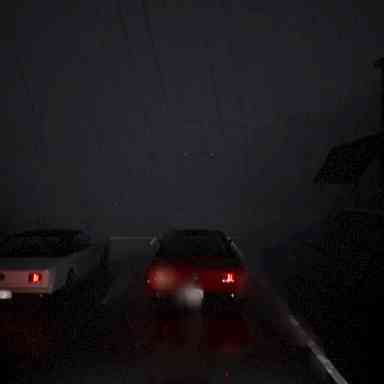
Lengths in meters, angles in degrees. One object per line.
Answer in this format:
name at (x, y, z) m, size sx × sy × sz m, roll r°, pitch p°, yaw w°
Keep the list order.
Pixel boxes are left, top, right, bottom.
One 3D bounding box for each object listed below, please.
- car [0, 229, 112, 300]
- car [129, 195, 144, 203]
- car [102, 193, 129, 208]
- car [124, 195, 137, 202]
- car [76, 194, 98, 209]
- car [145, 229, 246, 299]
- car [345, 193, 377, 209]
car at (-3.424, 1.584, 8.305) m, size 1.895 × 1.301 × 4.718 m, roll 0°, pitch 0°, yaw 0°
car at (-10.523, 1.421, 64.312) m, size 2.033 × 1.411 × 5.357 m, roll 0°, pitch 0°, yaw 0°
car at (-10.595, 1.131, 45.633) m, size 2.150 × 2.045 × 5.566 m, roll 0°, pitch 0°, yaw 1°
car at (-14.009, 1.366, 76.266) m, size 2.128 × 1.511 × 4.902 m, roll 0°, pitch 0°, yaw 0°
car at (-14.095, 1.417, 44.957) m, size 1.837 × 1.490 × 4.892 m, roll 0°, pitch 0°, yaw 0°
car at (0.077, 1.584, 8.322) m, size 1.895 × 1.301 × 4.718 m, roll 0°, pitch 0°, yaw 0°
car at (14.746, 0.858, 28.522) m, size 4.181 × 1.385 × 1.994 m, roll -16°, pitch 0°, yaw -1°
